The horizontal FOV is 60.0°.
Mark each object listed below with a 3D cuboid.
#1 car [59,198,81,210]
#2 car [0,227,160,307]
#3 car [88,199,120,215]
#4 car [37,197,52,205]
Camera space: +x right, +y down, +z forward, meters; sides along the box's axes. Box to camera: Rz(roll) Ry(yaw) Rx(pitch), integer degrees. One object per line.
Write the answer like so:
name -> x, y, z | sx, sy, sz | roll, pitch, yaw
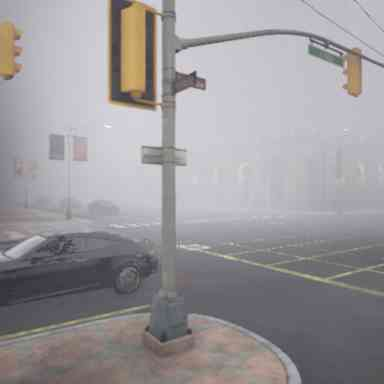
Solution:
car -> -16.329, 1.528, 44.572 | 1.882, 1.535, 5.008 | 0, 0, -35
car -> -2.951, 1.546, 7.255 | 4.674, 1.442, 1.812 | 0, 0, -35
car -> -9.139, 1.520, 34.326 | 1.882, 1.535, 5.008 | 0, 0, -35
car -> -26.117, 1.555, 58.796 | 2.128, 1.511, 4.902 | 0, 0, -34
